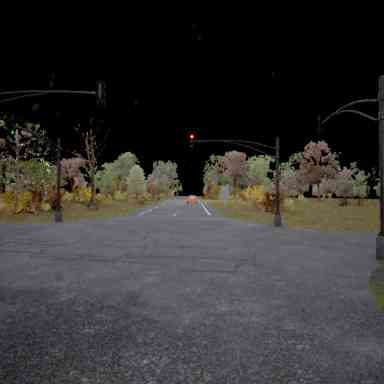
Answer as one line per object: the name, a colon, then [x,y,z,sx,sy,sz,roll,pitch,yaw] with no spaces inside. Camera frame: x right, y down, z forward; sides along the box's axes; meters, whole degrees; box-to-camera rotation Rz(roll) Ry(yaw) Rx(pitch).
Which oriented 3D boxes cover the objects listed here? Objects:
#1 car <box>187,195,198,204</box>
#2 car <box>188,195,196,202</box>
car: [0.060,1.425,68.025,2.097,1.767,4.553,0,0,0]
car: [0.068,1.451,78.060,1.812,1.442,4.674,0,0,0]
